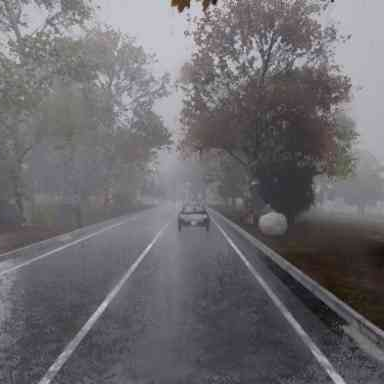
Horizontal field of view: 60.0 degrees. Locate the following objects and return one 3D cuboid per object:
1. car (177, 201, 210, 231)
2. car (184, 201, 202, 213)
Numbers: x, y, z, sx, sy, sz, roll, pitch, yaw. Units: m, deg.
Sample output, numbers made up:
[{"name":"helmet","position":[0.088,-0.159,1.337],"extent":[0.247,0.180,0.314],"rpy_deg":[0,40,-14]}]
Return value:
[{"name":"car","position":[0.100,1.521,20.825],"extent":[2.128,1.511,4.902],"rpy_deg":[0,0,0]},{"name":"car","position":[0.100,1.811,41.327],"extent":[2.033,1.411,5.357],"rpy_deg":[0,-1,0]}]
